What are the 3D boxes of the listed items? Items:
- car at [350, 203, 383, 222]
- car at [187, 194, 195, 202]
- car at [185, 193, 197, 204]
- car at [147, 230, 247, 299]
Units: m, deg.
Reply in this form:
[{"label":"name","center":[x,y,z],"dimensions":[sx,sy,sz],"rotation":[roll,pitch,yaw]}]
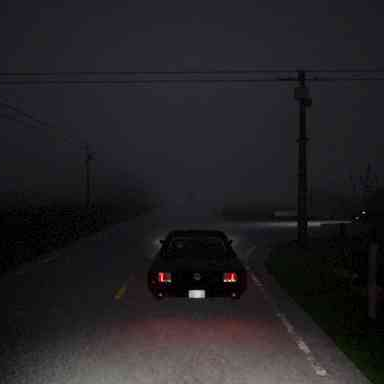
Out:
[{"label":"car","center":[13.061,1.315,21.798],"dimensions":[4.718,1.301,1.895],"rotation":[-2,0,1]},{"label":"car","center":[-0.233,1.319,74.638],"dimensions":[1.837,1.490,4.892],"rotation":[0,0,0]},{"label":"car","center":[-0.145,1.206,64.110],"dimensions":[2.150,2.045,5.566],"rotation":[0,0,0]},{"label":"car","center":[0.108,1.599,8.373],"dimensions":[1.895,1.301,4.718],"rotation":[0,0,0]}]
